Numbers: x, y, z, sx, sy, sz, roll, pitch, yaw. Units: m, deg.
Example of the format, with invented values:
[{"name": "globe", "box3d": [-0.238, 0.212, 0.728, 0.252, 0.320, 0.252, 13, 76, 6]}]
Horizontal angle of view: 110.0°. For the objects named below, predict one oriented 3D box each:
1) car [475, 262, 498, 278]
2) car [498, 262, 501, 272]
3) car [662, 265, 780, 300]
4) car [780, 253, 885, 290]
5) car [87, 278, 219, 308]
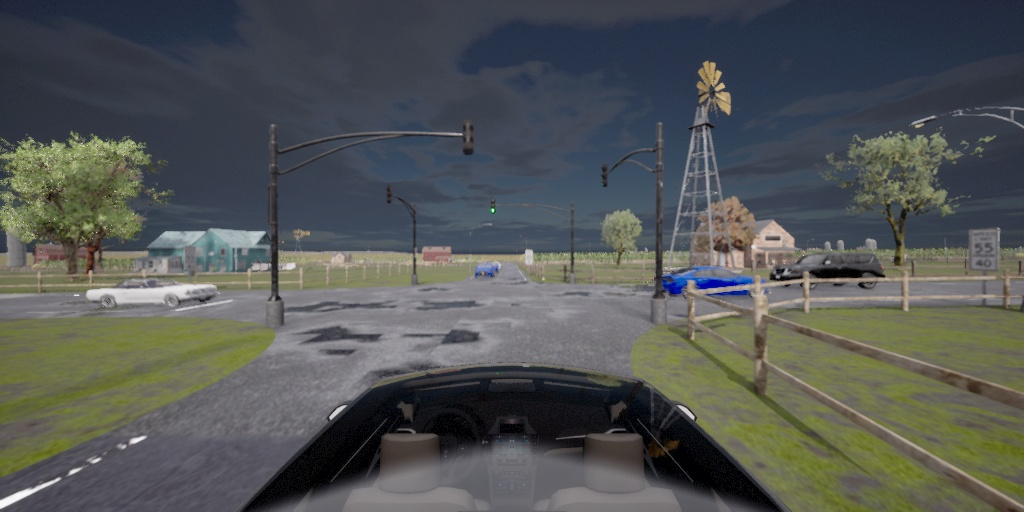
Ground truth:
[{"name": "car", "box3d": [-2.921, 1.546, 39.130, 1.882, 1.535, 5.008, 0, 0, 1]}, {"name": "car", "box3d": [-2.985, 1.669, 53.346, 1.882, 1.535, 5.008, 0, -1, 0]}, {"name": "car", "box3d": [9.614, 1.243, 17.318, 5.008, 1.535, 1.882, -1, 1, 0]}, {"name": "car", "box3d": [18.279, 0.833, 20.932, 5.566, 2.045, 2.150, -1, 1, 0]}, {"name": "car", "box3d": [-17.096, 1.728, 17.264, 4.718, 1.301, 1.895, -1, 1, 0]}]
